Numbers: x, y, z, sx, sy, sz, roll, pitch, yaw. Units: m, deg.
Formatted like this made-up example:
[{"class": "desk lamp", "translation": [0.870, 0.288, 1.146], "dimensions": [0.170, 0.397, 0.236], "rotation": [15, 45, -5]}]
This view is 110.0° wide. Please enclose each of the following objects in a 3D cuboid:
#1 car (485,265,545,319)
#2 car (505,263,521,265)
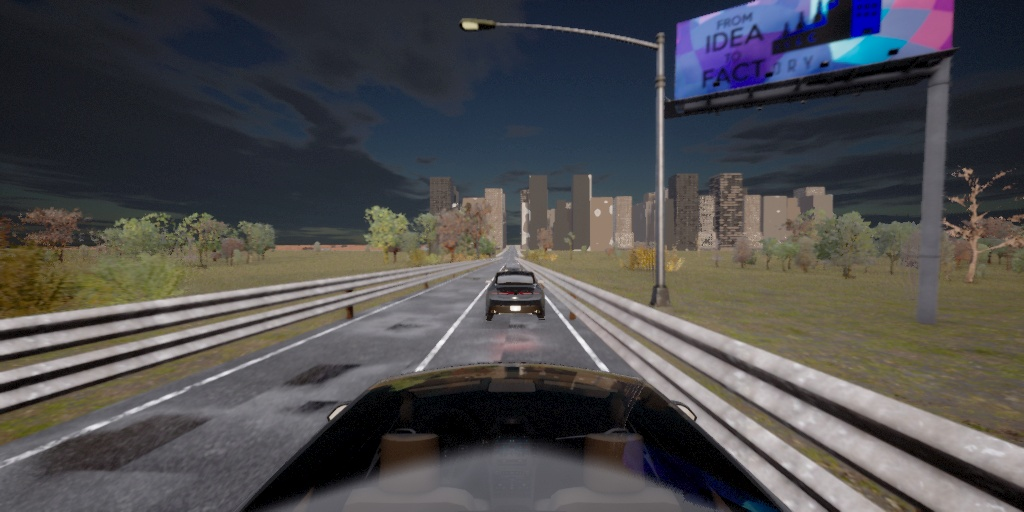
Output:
[{"class": "car", "translation": [0.100, 1.251, 12.674], "dimensions": [1.837, 1.490, 4.892], "rotation": [0, 0, 0]}, {"class": "car", "translation": [0.101, 1.340, 33.990], "dimensions": [1.895, 1.301, 4.718], "rotation": [0, 0, 0]}]
